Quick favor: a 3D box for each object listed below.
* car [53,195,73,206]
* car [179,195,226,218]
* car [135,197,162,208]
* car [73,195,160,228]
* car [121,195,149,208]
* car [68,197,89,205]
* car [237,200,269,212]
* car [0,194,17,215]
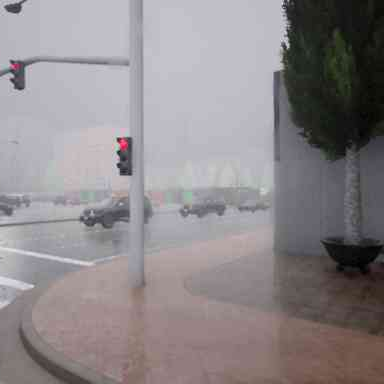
[{"bbox_3d":[-22.798,1.475,59.567,4.605,1.855,1.932,0,0,35],"label":"car"},{"bbox_3d":[1.124,1.328,31.875,2.150,2.045,5.566,0,0,37],"label":"car"},{"bbox_3d":[-6.811,1.611,51.802,3.806,1.475,1.970,0,0,35],"label":"car"},{"bbox_3d":[-5.144,1.329,23.471,2.150,2.045,5.566,0,0,36],"label":"car"},{"bbox_3d":[-8.496,1.372,49.447,3.866,1.878,1.905,0,0,35],"label":"car"},{"bbox_3d":[-21.069,1.685,61.892,3.905,1.438,1.784,0,0,35],"label":"car"},{"bbox_3d":[7.523,1.652,40.389,2.033,1.411,5.357,0,0,37],"label":"car"},{"bbox_3d":[-19.820,1.371,33.421,3.866,1.878,1.905,0,0,35],"label":"car"}]
